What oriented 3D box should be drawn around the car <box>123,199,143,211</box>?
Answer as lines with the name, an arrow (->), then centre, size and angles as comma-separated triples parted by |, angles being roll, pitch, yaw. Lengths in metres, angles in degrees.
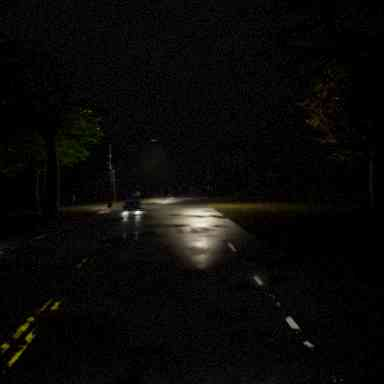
car -> -7.390, 1.568, 41.851 | 1.812, 1.442, 4.674 | 0, 0, -1
